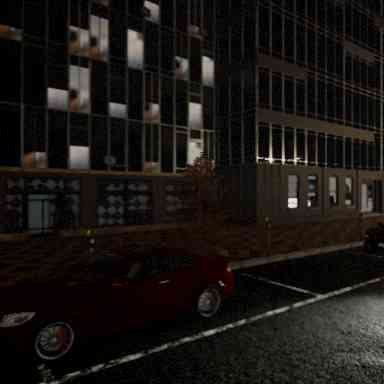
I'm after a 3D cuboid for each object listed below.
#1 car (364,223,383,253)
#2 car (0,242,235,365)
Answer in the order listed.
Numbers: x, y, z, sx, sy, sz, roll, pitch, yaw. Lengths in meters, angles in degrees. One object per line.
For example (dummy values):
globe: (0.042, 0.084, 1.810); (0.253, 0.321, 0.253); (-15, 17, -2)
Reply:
car: (8.160, 1.524, 12.388); (4.507, 1.381, 1.887); (0, 0, -36)
car: (-1.105, 1.579, 5.772); (4.206, 1.307, 1.802); (0, 0, -36)
